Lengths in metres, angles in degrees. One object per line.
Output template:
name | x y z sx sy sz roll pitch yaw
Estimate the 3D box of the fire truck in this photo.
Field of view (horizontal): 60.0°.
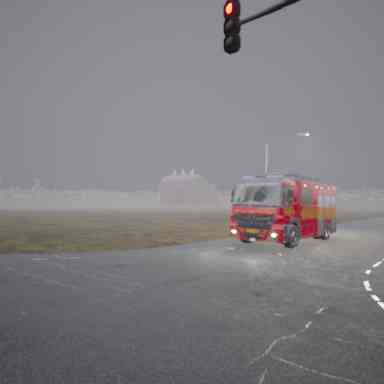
fire truck | 5.587 0.944 19.059 2.891 3.827 8.468 0 -2 40
